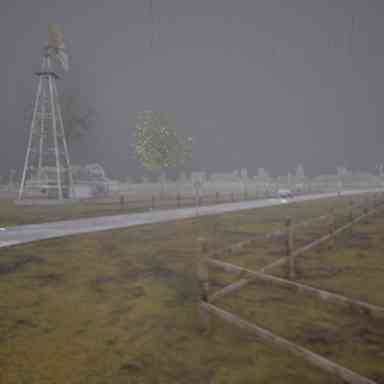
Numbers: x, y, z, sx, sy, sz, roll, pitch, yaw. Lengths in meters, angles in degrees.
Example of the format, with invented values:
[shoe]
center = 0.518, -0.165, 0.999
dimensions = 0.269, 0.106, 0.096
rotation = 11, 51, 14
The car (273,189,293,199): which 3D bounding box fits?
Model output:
[car]
center = 13.751, 0.302, 50.082
dimensions = 1.812, 1.442, 4.674
rotation = -1, 1, 35
